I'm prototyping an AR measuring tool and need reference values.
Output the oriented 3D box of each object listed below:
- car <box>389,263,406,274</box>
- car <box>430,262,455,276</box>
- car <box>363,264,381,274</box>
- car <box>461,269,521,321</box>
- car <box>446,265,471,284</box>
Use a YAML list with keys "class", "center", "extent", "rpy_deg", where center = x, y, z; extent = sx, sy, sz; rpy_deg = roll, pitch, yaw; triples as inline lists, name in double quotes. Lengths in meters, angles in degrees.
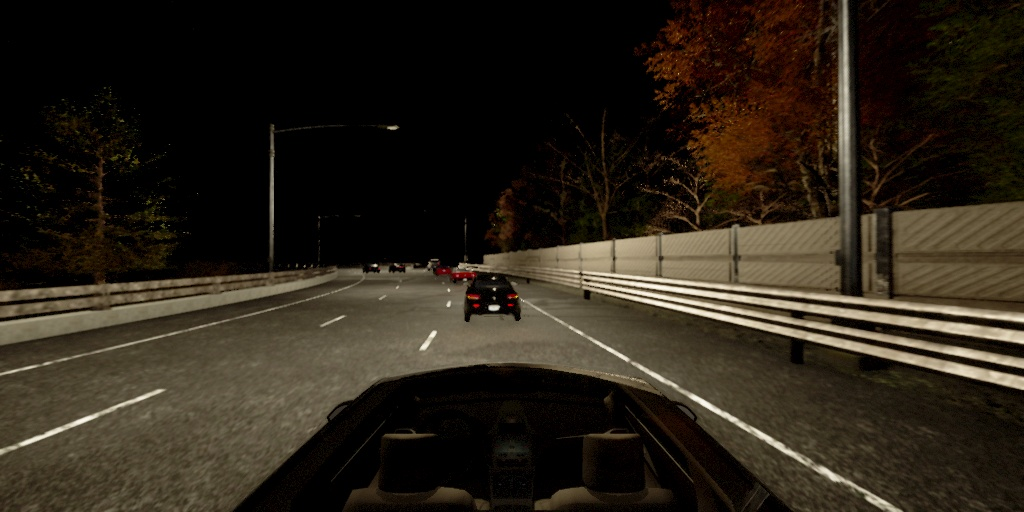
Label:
- class: "car"
  center: [-17.120, 1.801, 53.498]
  extent: [2.128, 1.511, 4.902]
  rpy_deg: [0, -1, -29]
- class: "car"
  center: [-8.880, 1.781, 45.718]
  extent: [1.994, 1.385, 4.181]
  rpy_deg: [0, -1, -17]
- class: "car"
  center: [-20.834, 1.858, 53.133]
  extent: [2.033, 1.411, 5.357]
  rpy_deg: [0, -1, -31]
- class: "car"
  center: [-0.778, 1.393, 12.993]
  extent: [1.812, 1.442, 4.674]
  rpy_deg: [0, 0, -6]
- class: "car"
  center: [-4.399, 1.662, 31.215]
  extent: [1.895, 1.301, 4.718]
  rpy_deg: [0, -1, -15]
